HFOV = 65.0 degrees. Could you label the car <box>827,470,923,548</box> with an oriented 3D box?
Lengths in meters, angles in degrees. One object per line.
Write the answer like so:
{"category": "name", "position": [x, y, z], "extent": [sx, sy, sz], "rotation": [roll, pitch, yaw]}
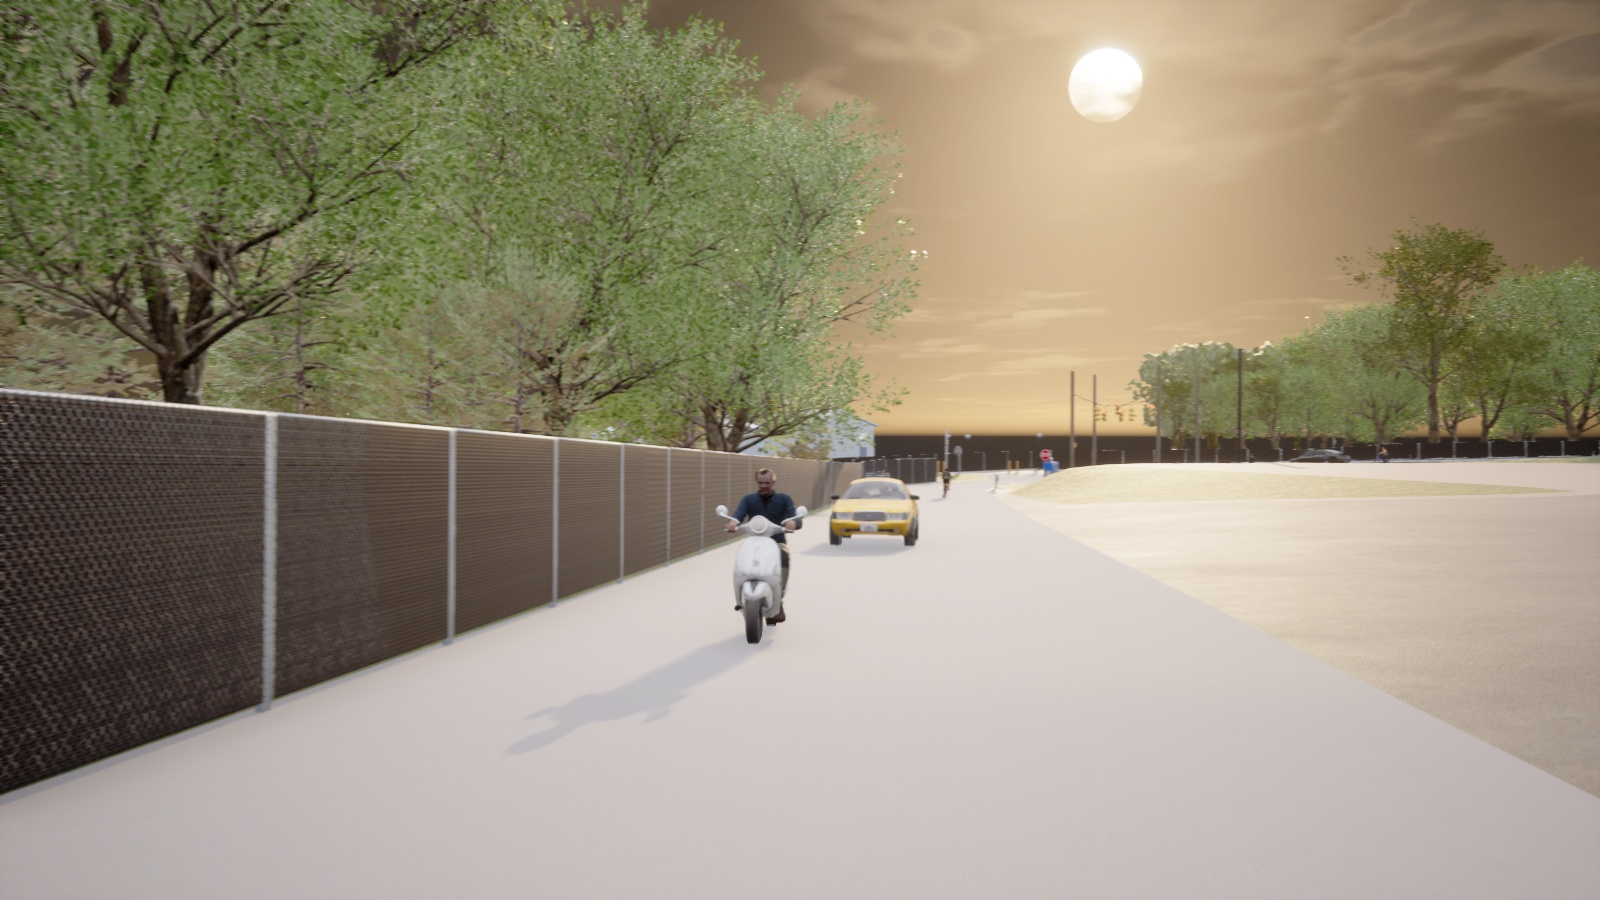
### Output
{"category": "car", "position": [1.782, 1.250, 28.206], "extent": [1.801, 1.575, 5.366], "rotation": [0, -1, 7]}

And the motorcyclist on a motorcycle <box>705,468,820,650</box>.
{"category": "motorcyclist on a motorcycle", "position": [-0.321, 0.973, 11.986], "extent": [0.866, 1.590, 1.817], "rotation": [0, -1, 6]}
